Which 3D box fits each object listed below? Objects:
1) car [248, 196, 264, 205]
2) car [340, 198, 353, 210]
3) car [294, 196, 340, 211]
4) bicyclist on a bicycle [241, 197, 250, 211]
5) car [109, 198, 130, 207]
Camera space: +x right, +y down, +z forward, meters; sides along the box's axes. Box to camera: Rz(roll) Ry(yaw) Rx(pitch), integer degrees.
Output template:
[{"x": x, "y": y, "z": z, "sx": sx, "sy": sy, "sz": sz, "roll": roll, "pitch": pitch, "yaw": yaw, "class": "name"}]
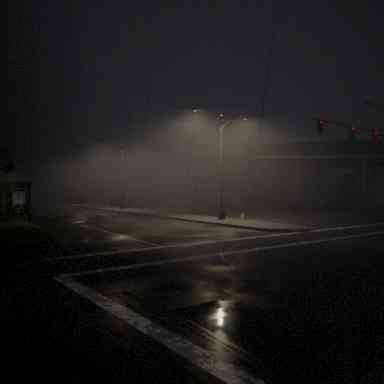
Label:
[{"x": 11.850, "y": 1.477, "z": 60.724, "sx": 1.882, "sy": 1.535, "sz": 5.008, "roll": 0, "pitch": 0, "yaw": 29, "class": "car"}, {"x": 18.160, "y": 1.456, "z": 42.040, "sx": 1.970, "sy": 1.475, "sz": 3.806, "roll": 0, "pitch": 0, "yaw": -35, "class": "car"}, {"x": 13.896, "y": 1.295, "z": 38.116, "sx": 2.242, "sy": 1.667, "sz": 4.611, "roll": 0, "pitch": 0, "yaw": -35, "class": "car"}, {"x": 6.318, "y": 1.430, "z": 39.756, "sx": 1.656, "sy": 1.620, "sz": 0.582, "roll": -6, "pitch": -7, "yaw": -37, "class": "bicyclist on a bicycle"}, {"x": -11.092, "y": 1.564, "z": 50.726, "sx": 1.994, "sy": 1.385, "sz": 4.181, "roll": 0, "pitch": 0, "yaw": -35, "class": "car"}]
